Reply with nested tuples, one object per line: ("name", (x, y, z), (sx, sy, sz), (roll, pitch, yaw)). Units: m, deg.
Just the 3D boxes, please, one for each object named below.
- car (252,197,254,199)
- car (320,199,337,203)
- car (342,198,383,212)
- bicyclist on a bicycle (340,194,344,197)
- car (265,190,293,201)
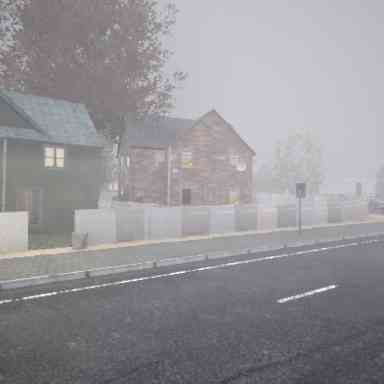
("car", (8.500, 0.911, 56.009), (2.033, 1.411, 5.357), (1, 0, -19))
("car", (15.538, 1.177, 36.542), (2.128, 1.511, 4.902), (1, 0, -20))
("car", (18.618, 1.322, 34.991), (2.033, 1.411, 5.357), (1, 0, -12))
("bicyclist on a bicycle", (19.397, 1.035, 43.116), (1.656, 1.620, 0.582), (1, 0, -20))
("car", (12.131, 0.752, 45.961), (2.150, 2.045, 5.566), (1, 0, -20))
